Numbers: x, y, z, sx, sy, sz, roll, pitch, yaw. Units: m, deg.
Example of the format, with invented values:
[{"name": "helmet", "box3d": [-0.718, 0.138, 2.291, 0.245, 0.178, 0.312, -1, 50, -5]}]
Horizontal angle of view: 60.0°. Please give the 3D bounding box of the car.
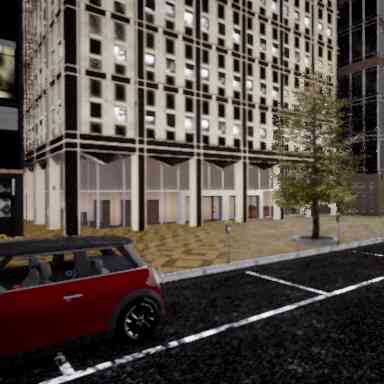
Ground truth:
[{"name": "car", "box3d": [-2.498, 1.439, 4.783, 4.097, 1.590, 1.967, 0, 0, -36]}]
